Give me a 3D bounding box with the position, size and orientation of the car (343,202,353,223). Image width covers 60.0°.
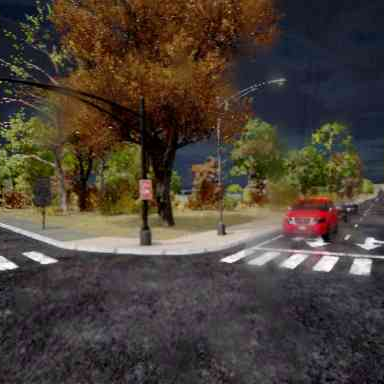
[{"bbox_3d":[11.935,1.796,27.663,1.994,1.385,4.181,-1,-1,29],"label":"car"}]

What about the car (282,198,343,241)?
[{"bbox_3d":[6.666,1.388,18.372,2.150,2.045,5.566,-1,-1,30],"label":"car"}]

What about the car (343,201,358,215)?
[{"bbox_3d":[18.169,1.802,38.643,2.128,1.511,4.902,-1,-1,30],"label":"car"}]
